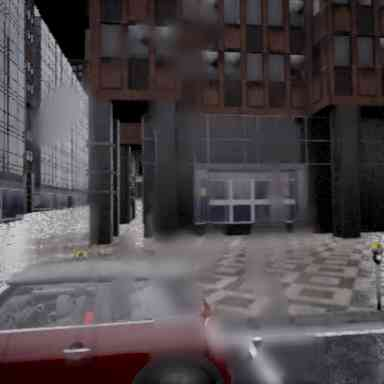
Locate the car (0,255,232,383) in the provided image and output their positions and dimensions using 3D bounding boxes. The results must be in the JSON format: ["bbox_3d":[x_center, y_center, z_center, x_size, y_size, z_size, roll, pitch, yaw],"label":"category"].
[{"bbox_3d":[-1.703,1.599,3.974,4.097,1.590,1.967,0,-2,-7],"label":"car"}]
